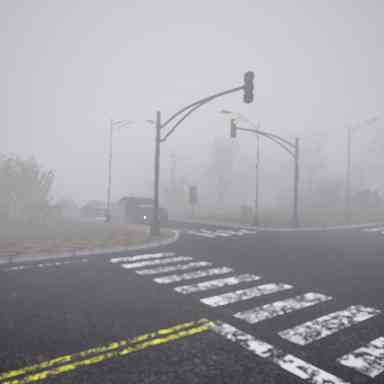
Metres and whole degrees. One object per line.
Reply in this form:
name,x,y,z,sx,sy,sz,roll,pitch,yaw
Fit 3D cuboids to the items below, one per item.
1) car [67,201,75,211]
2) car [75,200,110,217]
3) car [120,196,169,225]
car,-15.821,1.758,42.126,1.882,1.535,5.008,2,-2,-34
car,-9.798,1.777,33.547,1.994,1.385,4.181,3,-2,-37
car,-3.915,1.378,25.581,2.150,2.045,5.566,2,-2,-35
